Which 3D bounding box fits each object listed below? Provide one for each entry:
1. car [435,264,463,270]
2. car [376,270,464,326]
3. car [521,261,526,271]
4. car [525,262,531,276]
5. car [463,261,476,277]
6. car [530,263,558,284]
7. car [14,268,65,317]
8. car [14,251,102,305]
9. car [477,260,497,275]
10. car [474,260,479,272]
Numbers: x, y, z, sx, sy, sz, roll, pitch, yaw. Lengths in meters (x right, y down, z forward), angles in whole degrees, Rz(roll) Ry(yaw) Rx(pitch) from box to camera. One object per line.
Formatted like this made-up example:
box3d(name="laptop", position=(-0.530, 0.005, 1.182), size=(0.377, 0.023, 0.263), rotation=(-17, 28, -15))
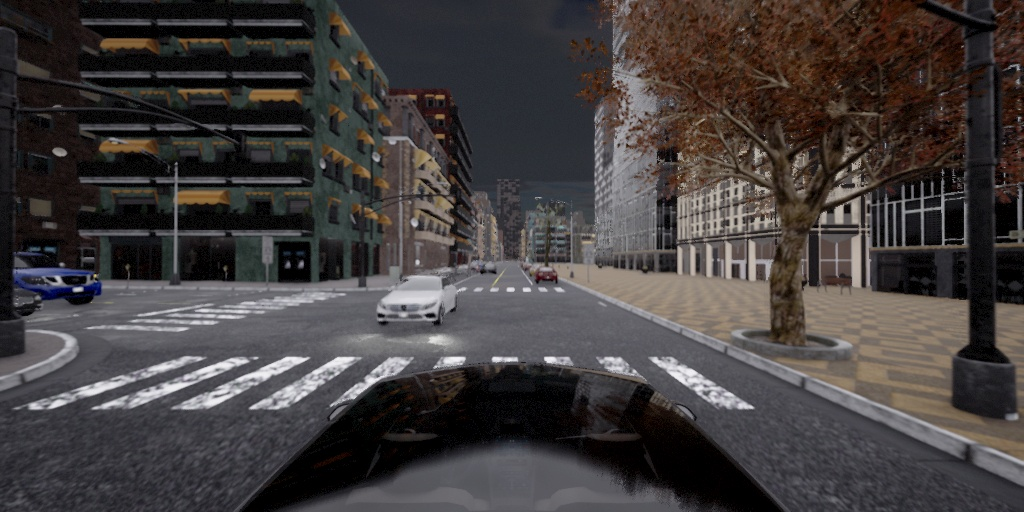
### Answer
box3d(name="car", position=(-5.610, 1.530, 29.706), size=(2.007, 1.370, 4.403), rotation=(0, 0, 0))
box3d(name="car", position=(-2.972, 1.362, 12.165), size=(1.812, 1.442, 4.674), rotation=(0, 0, 0))
box3d(name="car", position=(2.851, 1.808, 57.343), size=(1.802, 1.307, 4.207), rotation=(0, 0, 0))
box3d(name="car", position=(2.802, 1.602, 40.916), size=(1.751, 1.417, 4.829), rotation=(0, 0, 0))
box3d(name="car", position=(-5.578, 1.627, 40.772), size=(2.007, 1.370, 4.403), rotation=(0, 0, 0))
box3d(name="car", position=(2.770, 1.525, 29.682), size=(1.888, 1.381, 4.507), rotation=(0, 0, 0))
box3d(name="car", position=(-16.413, 1.157, 10.324), size=(4.403, 1.370, 2.007), rotation=(0, 0, 0))
box3d(name="car", position=(-18.397, 0.824, 12.907), size=(5.566, 2.045, 2.150), rotation=(1, -1, 0))
box3d(name="car", position=(-2.877, 1.598, 44.892), size=(1.882, 1.535, 5.008), rotation=(0, 0, 0))
box3d(name="car", position=(-5.546, 1.616, 51.836), size=(1.967, 1.591, 4.097), rotation=(0, 0, 0))
